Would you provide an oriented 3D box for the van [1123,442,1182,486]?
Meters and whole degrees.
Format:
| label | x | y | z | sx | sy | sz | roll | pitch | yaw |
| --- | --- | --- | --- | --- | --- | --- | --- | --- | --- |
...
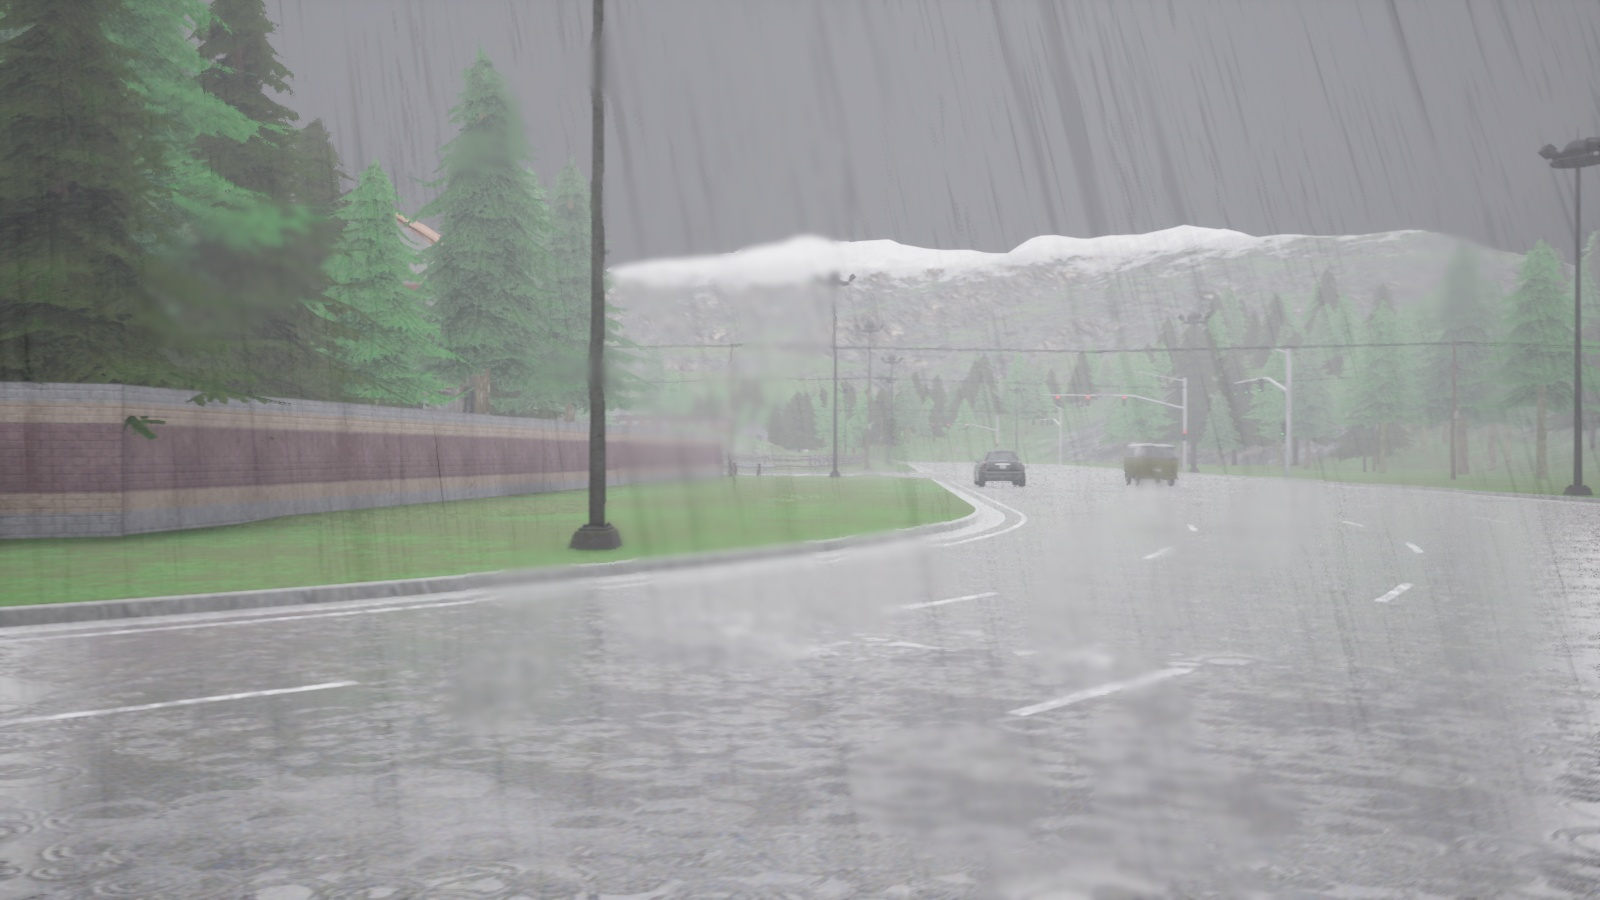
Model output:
| label | x | y | z | sx | sy | sz | roll | pitch | yaw |
| --- | --- | --- | --- | --- | --- | --- | --- | --- | --- |
| van | 16.344 | 0.639 | 58.373 | 1.775 | 1.987 | 4.442 | 0 | 0 | 4 |

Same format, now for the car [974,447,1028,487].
| label | x | y | z | sx | sy | sz | roll | pitch | yaw |
| --- | --- | --- | --- | --- | --- | --- | --- | --- | --- |
| car | 9.345 | 0.764 | 58.658 | 2.097 | 1.767 | 4.553 | 0 | 0 | 4 |
